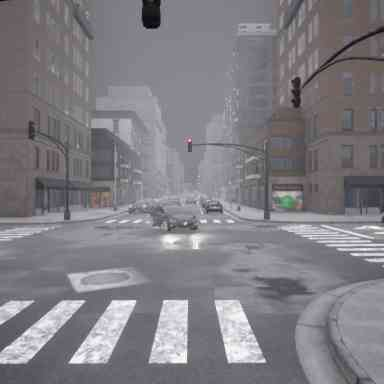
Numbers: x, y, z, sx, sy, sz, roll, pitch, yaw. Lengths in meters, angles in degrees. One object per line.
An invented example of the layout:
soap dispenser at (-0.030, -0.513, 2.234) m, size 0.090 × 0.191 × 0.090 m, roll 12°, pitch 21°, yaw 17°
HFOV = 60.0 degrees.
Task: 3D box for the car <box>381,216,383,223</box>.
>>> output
car at (14.200, 1.511, 20.692) m, size 4.181 × 1.385 × 1.994 m, roll 0°, pitch 0°, yaw 0°

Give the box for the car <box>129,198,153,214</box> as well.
car at (-5.660, 1.480, 36.195) m, size 1.967 × 1.590 × 4.097 m, roll 0°, pitch 0°, yaw 0°

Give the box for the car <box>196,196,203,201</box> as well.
car at (2.063, 1.698, 90.147) m, size 1.812 × 1.442 × 4.674 m, roll 0°, pitch 0°, yaw 0°

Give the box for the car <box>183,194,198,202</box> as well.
car at (-0.217, 1.661, 63.746) m, size 1.994 × 1.385 × 4.181 m, roll 0°, pitch 0°, yaw 0°

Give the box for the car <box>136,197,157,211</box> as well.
car at (-5.649, 1.490, 41.706) m, size 1.967 × 1.590 × 4.097 m, roll 0°, pitch 0°, yaw 0°

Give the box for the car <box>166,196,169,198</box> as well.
car at (-5.616, 1.634, 58.238) m, size 2.008 × 1.369 × 4.403 m, roll 0°, pitch 0°, yaw 0°

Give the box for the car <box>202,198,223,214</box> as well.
car at (2.365, 1.606, 36.178) m, size 1.947 × 1.339 × 4.313 m, roll 0°, pitch 0°, yaw 0°

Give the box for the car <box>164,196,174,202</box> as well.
car at (-5.572, 1.694, 80.281) m, size 2.008 × 1.369 × 4.403 m, roll 0°, pitch 0°, yaw 0°

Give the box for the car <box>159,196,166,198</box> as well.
car at (-5.627, 1.653, 52.727) m, size 1.802 × 1.307 × 4.206 m, roll 0°, pitch 0°, yaw 0°

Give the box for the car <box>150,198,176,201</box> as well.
car at (-3.121, 1.641, 36.488) m, size 1.895 × 1.301 × 4.718 m, roll 0°, pitch 0°, yaw 0°

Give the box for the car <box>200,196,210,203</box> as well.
car at (2.387, 1.641, 47.201) m, size 1.802 × 1.307 × 4.206 m, roll 0°, pitch 0°, yaw 0°

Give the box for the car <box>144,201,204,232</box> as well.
car at (-1.277, 1.521, 20.519) m, size 1.837 × 1.490 × 4.892 m, roll -2°, pitch 0°, yaw -22°

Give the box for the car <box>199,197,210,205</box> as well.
car at (2.420, 1.647, 63.733) m, size 2.008 × 1.369 × 4.403 m, roll 0°, pitch 0°, yaw 0°

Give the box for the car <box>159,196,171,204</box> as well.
car at (-5.594, 1.552, 69.260) m, size 1.967 × 1.590 × 4.097 m, roll 0°, pitch 0°, yaw 0°

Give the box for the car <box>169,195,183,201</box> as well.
car at (-3.051, 1.648, 58.704) m, size 1.994 × 1.385 × 4.181 m, roll 0°, pitch 0°, yaw 0°

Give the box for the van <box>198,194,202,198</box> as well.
van at (2.409, 1.424, 58.222) m, size 1.690 × 1.788 × 3.998 m, roll 0°, pitch 0°, yaw 0°

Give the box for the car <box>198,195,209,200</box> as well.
car at (2.398, 1.637, 52.711) m, size 1.947 × 1.339 × 4.313 m, roll 0°, pitch 0°, yaw 0°
